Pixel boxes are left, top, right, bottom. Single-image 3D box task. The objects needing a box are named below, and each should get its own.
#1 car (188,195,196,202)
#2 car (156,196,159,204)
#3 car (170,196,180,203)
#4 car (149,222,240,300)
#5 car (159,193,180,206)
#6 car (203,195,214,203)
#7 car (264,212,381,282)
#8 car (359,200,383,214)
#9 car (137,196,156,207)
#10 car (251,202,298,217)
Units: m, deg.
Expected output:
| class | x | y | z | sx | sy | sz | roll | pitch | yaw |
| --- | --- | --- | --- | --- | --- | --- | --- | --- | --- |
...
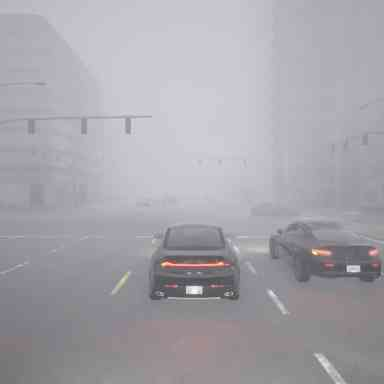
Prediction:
| class | x | y | z | sx | sy | sz | roll | pitch | yaw |
| --- | --- | --- | --- | --- | --- | --- | --- | --- | --- |
| car | 0.009 | 1.364 | 73.874 | 2.128 | 1.511 | 4.902 | 0 | 0 | 0 |
| car | -7.034 | 1.478 | 64.450 | 1.882 | 1.535 | 5.008 | 0 | 0 | 1 |
| car | -3.493 | 1.601 | 68.429 | 1.895 | 1.301 | 4.718 | 0 | 0 | 0 |
| car | 0.059 | 1.505 | 8.366 | 1.837 | 1.490 | 4.892 | 0 | 0 | 0 |
| car | -3.597 | 1.222 | 53.366 | 2.150 | 2.045 | 5.566 | 0 | 0 | 1 |
| car | 3.551 | 1.502 | 71.109 | 1.837 | 1.490 | 4.892 | 0 | 0 | 0 |
| car | 3.565 | 1.526 | 9.622 | 1.812 | 1.442 | 4.674 | 0 | 0 | 0 |
| car | 20.850 | 1.547 | 35.482 | 5.357 | 1.411 | 2.033 | 0 | 0 | 1 |
| car | -7.092 | 1.547 | 50.125 | 2.033 | 1.411 | 5.357 | 0 | 0 | 0 |
| car | 7.393 | 1.564 | 29.782 | 4.181 | 1.385 | 1.994 | 0 | 0 | 21 |
